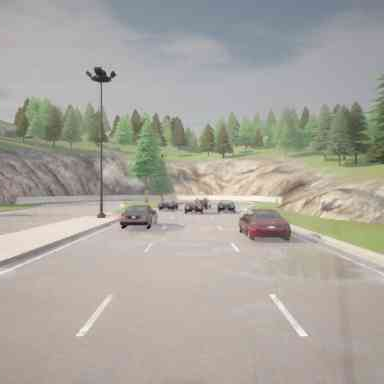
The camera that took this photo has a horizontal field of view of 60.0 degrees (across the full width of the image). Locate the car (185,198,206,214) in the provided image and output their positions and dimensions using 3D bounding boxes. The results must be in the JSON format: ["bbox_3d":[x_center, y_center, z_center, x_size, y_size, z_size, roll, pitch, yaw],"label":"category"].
[{"bbox_3d":[0.254,1.601,35.366,1.895,1.301,4.718,0,0,2],"label":"car"}]

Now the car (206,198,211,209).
[{"bbox_3d":[1.389,1.491,44.567,2.128,1.511,4.902,0,0,12],"label":"car"}]

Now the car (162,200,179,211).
[{"bbox_3d":[-2.806,1.601,41.150,1.895,1.301,4.718,0,0,7],"label":"car"}]

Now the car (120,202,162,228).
[{"bbox_3d":[-3.406,1.548,21.870,2.033,1.411,5.357,0,0,0],"label":"car"}]

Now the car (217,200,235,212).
[{"bbox_3d":[3.849,1.601,37.887,1.895,1.301,4.718,0,0,3],"label":"car"}]

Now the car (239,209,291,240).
[{"bbox_3d":[3.595,1.564,17.011,1.994,1.385,4.181,0,0,0],"label":"car"}]
